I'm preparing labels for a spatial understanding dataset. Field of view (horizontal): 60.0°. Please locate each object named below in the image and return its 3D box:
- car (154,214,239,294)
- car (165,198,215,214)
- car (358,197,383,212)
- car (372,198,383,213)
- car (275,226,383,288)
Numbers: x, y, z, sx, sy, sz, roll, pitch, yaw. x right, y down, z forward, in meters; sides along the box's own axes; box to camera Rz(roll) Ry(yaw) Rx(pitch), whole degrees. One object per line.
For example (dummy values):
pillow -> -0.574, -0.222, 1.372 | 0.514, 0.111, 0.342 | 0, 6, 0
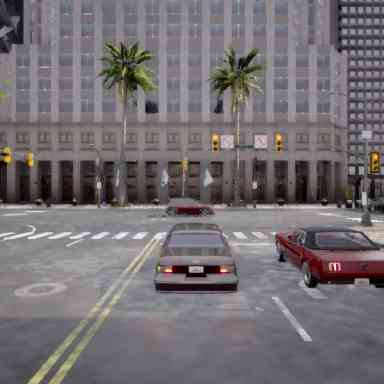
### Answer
car -> 0.099, 1.547, 8.950 | 2.033, 1.411, 5.357 | 0, 0, 0
car -> -0.168, 1.352, 30.689 | 4.553, 1.767, 2.097 | 0, 0, 0
car -> 21.412, 1.352, 37.784 | 4.553, 1.767, 2.097 | 0, 0, 0
car -> 21.677, 1.601, 34.282 | 4.718, 1.301, 1.895 | 0, 0, 0
car -> 3.646, 1.601, 9.216 | 1.895, 1.301, 4.718 | 0, 0, 2
